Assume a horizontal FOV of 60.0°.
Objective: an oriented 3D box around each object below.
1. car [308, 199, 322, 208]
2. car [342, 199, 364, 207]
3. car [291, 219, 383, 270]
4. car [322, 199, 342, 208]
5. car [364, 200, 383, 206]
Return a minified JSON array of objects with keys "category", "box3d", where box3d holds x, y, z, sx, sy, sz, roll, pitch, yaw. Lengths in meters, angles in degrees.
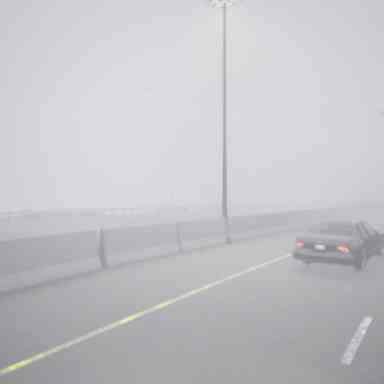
[{"category":"car","box3d":[21.799,1.870,56.651,5.008,1.535,1.882,0,-1,-37]},{"category":"car","box3d":[25.405,1.829,50.634,5.008,1.535,1.882,0,-1,-37]},{"category":"car","box3d":[5.206,1.628,11.408,2.033,1.411,5.357,0,0,39]},{"category":"car","box3d":[23.613,1.849,53.631,5.008,1.535,1.882,0,-1,-37]},{"category":"car","box3d":[26.850,1.854,47.344,4.674,1.442,1.812,0,0,-37]}]
